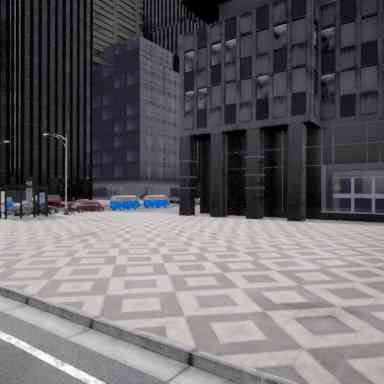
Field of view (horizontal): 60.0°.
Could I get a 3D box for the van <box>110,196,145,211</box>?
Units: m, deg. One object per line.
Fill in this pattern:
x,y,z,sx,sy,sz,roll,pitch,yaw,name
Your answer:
-8.055,1.331,40.211,1.690,1.788,3.998,0,0,35,van

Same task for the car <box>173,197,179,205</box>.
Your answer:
-2.681,1.571,57.740,1.895,1.301,4.718,0,0,36,car

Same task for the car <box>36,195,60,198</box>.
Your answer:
-18.293,1.284,40.527,2.192,1.841,5.009,0,0,35,car

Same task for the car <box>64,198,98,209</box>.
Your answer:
-15.002,1.548,45.153,1.802,1.307,4.206,0,0,35,car

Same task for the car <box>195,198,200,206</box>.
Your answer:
1.821,1.569,54.087,1.802,1.307,4.206,0,0,35,car

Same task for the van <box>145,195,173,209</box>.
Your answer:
-4.763,1.329,44.836,1.690,1.788,3.998,0,0,35,van

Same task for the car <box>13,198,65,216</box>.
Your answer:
-14.640,1.548,30.960,2.008,1.369,4.403,0,0,35,car

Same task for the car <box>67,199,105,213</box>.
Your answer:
-11.348,1.576,35.585,1.802,1.307,4.206,0,0,35,car
